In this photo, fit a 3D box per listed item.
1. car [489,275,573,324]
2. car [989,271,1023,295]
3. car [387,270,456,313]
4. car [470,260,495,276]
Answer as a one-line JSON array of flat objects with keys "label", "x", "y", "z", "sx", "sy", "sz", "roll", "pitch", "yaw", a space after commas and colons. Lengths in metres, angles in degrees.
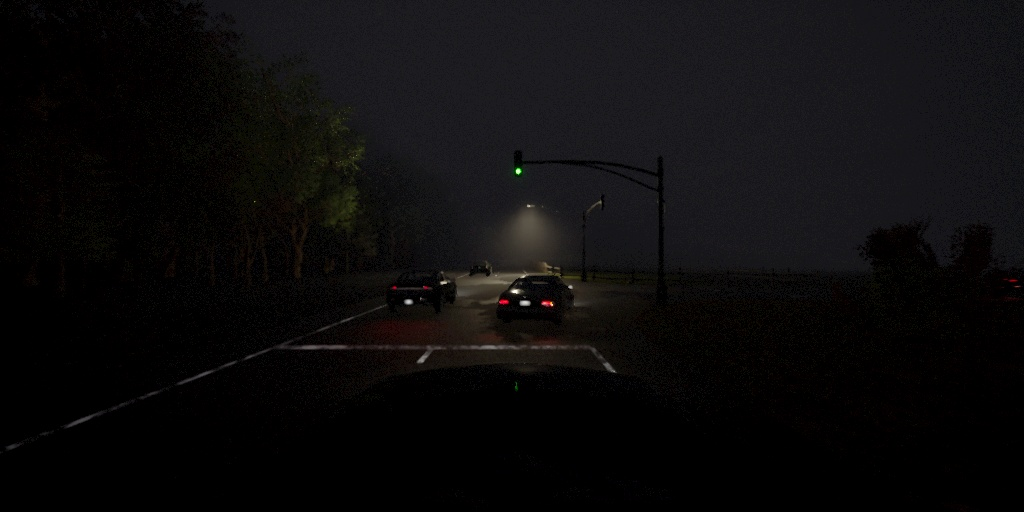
[{"label": "car", "x": 0.963, "y": 1.335, "z": 12.175, "sx": 2.033, "sy": 1.411, "sz": 5.357, "roll": 0, "pitch": 0, "yaw": 14}, {"label": "car", "x": 31.137, "y": 1.638, "z": 20.943, "sx": 4.902, "sy": 1.511, "sz": 2.128, "roll": 1, "pitch": -1, "yaw": 0}, {"label": "car", "x": -3.395, "y": 1.289, "z": 14.214, "sx": 2.128, "sy": 1.511, "sz": 4.902, "roll": 0, "pitch": 0, "yaw": 0}, {"label": "car", "x": -3.386, "y": 1.235, "z": 39.700, "sx": 2.097, "sy": 1.767, "sz": 4.553, "roll": 0, "pitch": 0, "yaw": 0}]
